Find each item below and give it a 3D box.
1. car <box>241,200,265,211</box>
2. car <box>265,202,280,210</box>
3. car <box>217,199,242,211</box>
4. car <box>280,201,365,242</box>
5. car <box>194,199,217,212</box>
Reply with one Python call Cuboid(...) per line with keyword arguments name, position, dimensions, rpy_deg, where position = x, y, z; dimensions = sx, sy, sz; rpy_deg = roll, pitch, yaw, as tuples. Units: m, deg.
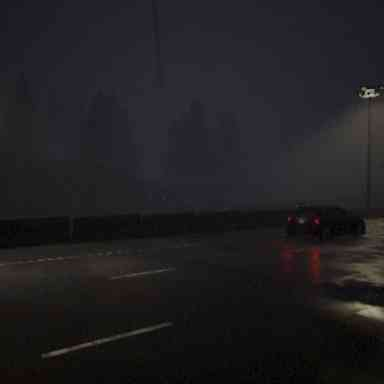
Cuboid(name="car", position=(7.684, 1.702, 35.253), dimensions=(4.181, 1.385, 1.994), rpy_deg=(0, 0, -35))
Cuboid(name="car", position=(9.734, 1.643, 32.417), dimensions=(4.892, 1.490, 1.837), rpy_deg=(0, 0, -35))
Cuboid(name="car", position=(5.665, 1.629, 38.112), dimensions=(4.902, 1.511, 2.128), rpy_deg=(0, 0, -35))
Cuboid(name="car", position=(7.035, 1.464, 17.355), dimensions=(4.553, 1.767, 2.097), rpy_deg=(0, 0, -35))
Cuboid(name="car", position=(2.513, 1.641, 40.162), dimensions=(4.892, 1.490, 1.837), rpy_deg=(0, 0, -35))
